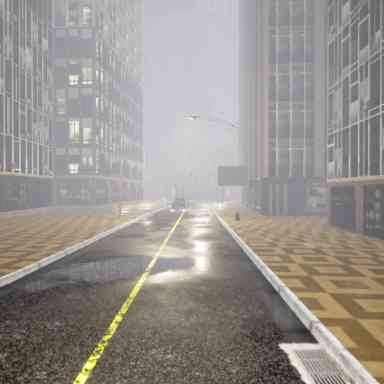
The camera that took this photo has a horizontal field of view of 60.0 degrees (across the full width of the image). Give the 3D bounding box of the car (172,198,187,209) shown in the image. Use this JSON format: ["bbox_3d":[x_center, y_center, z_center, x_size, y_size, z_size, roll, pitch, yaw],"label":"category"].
[{"bbox_3d":[-1.753,1.572,47.285,1.837,1.490,4.892,0,0,4],"label":"car"}]
